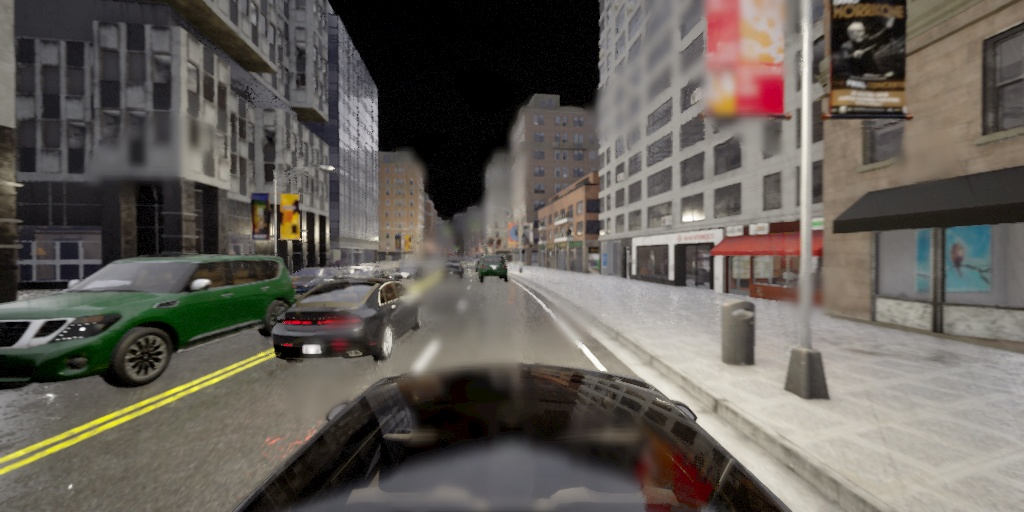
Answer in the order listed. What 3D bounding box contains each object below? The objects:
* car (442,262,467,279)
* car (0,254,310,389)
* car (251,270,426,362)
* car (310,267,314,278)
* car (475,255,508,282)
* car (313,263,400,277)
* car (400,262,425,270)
[{"bbox_3d":[-5.210,1.242,32.289,1.837,1.490,4.892,0,0,-7],"label":"car"},{"bbox_3d":[-6.732,0.981,7.261,2.150,2.045,5.566,0,0,-2],"label":"car"},{"bbox_3d":[-3.309,1.255,8.230,1.837,1.490,4.892,0,0,-2],"label":"car"},{"bbox_3d":[-10.609,1.307,19.457,2.033,1.411,5.357,0,0,-4],"label":"car"},{"bbox_3d":[-1.608,0.949,29.080,2.150,2.045,5.566,0,0,-7],"label":"car"},{"bbox_3d":[-7.213,1.243,17.319,2.128,1.511,4.902,0,0,-4],"label":"car"},{"bbox_3d":[-8.088,1.246,28.686,2.128,1.511,4.902,0,0,-7],"label":"car"}]
